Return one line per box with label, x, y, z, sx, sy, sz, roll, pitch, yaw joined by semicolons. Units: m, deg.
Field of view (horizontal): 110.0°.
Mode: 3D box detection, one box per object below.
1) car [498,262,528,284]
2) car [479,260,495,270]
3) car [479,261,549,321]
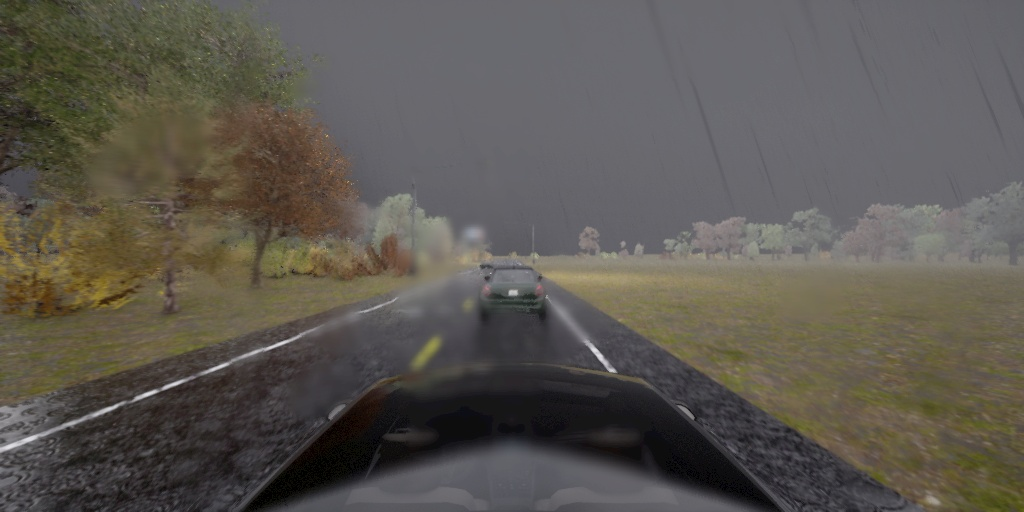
car;0.064;1.227;27.943;2.128;1.511;4.902;0;0;0
car;-3.584;1.323;51.584;1.895;1.301;4.718;0;0;0
car;0.067;1.095;12.638;2.097;1.767;4.553;0;0;0
